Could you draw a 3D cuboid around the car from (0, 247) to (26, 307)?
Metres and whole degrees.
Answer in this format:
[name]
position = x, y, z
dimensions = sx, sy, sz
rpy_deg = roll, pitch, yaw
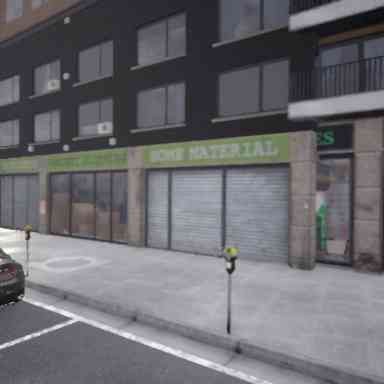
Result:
[car]
position = -5.059, 1.540, 6.667
dimensions = 4.403, 1.369, 2.008
rpy_deg = 0, 1, 35
